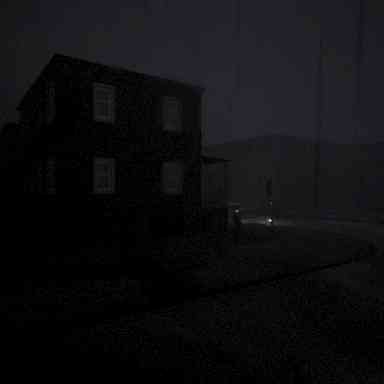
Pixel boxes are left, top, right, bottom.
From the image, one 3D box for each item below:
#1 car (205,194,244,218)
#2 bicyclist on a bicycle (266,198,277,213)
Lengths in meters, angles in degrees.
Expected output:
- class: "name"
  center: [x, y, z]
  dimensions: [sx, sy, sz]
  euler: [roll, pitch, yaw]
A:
- class: "car"
  center: [2.037, 1.224, 29.137]
  dimensions: [2.150, 2.045, 5.566]
  euler: [0, 0, -35]
- class: "bicyclist on a bicycle"
  center: [8.322, 1.348, 34.790]
  dimensions: [1.656, 1.620, 0.582]
  euler: [0, 0, -35]
